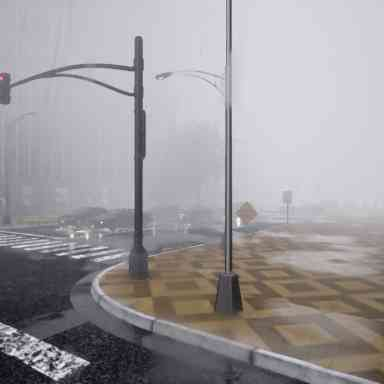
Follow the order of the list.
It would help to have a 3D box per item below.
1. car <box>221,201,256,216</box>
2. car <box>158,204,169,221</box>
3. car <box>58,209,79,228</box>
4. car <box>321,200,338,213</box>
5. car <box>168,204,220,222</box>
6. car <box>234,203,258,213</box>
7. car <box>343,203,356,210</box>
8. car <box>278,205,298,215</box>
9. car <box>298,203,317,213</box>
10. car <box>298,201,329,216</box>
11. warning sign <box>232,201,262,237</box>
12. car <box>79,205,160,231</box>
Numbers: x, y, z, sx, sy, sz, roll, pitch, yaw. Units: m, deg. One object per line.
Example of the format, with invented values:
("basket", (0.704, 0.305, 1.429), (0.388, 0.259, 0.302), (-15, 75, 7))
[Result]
("car", (5.777, 2.034, 40.340), (2.097, 1.767, 4.553), (0, -1, 33))
("car", (-2.861, 1.988, 32.905), (1.837, 1.490, 4.892), (0, -1, 33))
("car", (-7.822, 1.844, 25.153), (1.812, 1.442, 4.674), (0, -1, 31))
("car", (21.758, 2.254, 53.066), (2.150, 2.045, 5.566), (0, -1, 33))
("car", (0.310, 1.992, 31.829), (2.128, 1.511, 4.902), (0, -1, 33))
("car", (8.096, 2.370, 49.885), (1.812, 1.442, 4.674), (0, -1, 32))
("car", (31.285, 2.837, 65.825), (1.812, 1.442, 4.674), (0, -1, 33))
("car", (13.571, 2.450, 46.225), (1.895, 1.301, 4.718), (0, -1, 33))
("car", (19.003, 2.593, 54.792), (1.994, 1.385, 4.181), (0, -1, 33))
("car", (16.241, 2.343, 44.374), (2.128, 1.511, 4.902), (0, -1, 33))
("warning sign", (3.059, 1.454, 18.575), (1.300, 1.860, 1.060), (1, 1, 33))
("car", (-4.950, 1.874, 23.625), (2.033, 1.411, 5.357), (0, -1, 33))
